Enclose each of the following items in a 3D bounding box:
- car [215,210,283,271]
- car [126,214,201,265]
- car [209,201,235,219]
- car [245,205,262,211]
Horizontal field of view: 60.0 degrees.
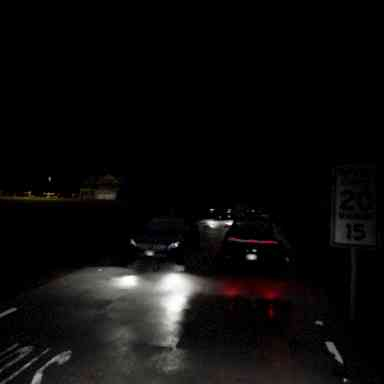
[{"bbox_3d":[2.137,1.655,11.775,2.128,1.511,4.902,2,0,10],"label":"car"},{"bbox_3d":[-0.810,1.576,12.152,1.812,1.442,4.674,2,0,11],"label":"car"},{"bbox_3d":[2.970,1.719,32.011,2.097,1.767,4.553,2,-1,11],"label":"car"},{"bbox_3d":[6.981,2.130,37.754,2.033,1.411,5.357,2,-1,11],"label":"car"}]
